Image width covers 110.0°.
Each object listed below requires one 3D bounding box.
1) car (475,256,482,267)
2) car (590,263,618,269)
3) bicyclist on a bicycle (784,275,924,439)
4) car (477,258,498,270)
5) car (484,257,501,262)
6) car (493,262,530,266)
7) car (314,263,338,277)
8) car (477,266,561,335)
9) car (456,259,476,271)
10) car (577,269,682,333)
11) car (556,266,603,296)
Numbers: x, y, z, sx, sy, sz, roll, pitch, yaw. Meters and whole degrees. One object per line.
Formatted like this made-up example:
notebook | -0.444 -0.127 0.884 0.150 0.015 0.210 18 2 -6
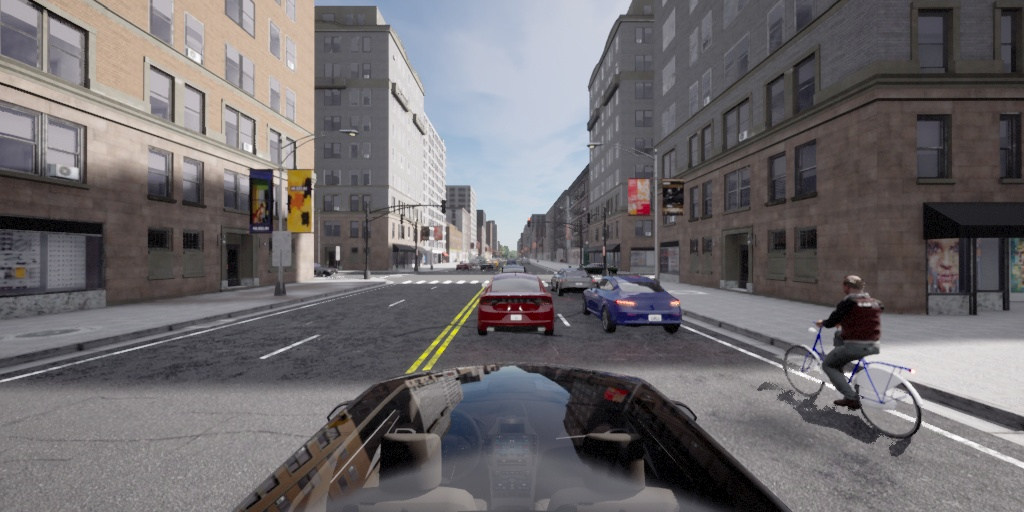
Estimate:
car | -6.650 1.272 62.706 1.837 1.490 4.892 0 0 0
car | 8.282 1.384 36.806 4.718 1.301 1.895 0 0 -6
bicyclist on a bicycle | 4.143 1.121 4.553 0.659 1.776 1.843 0 0 0
car | -3.403 1.366 50.478 1.895 1.301 4.718 0 0 0
car | -3.398 1.246 62.749 1.882 1.535 5.008 0 1 0
car | 0.079 1.258 19.998 1.837 1.490 4.892 0 0 0
car | -19.680 1.280 34.379 5.357 1.411 2.033 0 0 0
car | 0.091 1.228 10.515 1.882 1.535 5.008 0 0 0
car | -6.663 1.366 50.426 1.895 1.301 4.718 0 0 0
car | 3.336 1.276 10.655 1.812 1.442 4.674 0 0 0
car | 3.230 1.317 19.254 1.994 1.385 4.181 0 0 0
